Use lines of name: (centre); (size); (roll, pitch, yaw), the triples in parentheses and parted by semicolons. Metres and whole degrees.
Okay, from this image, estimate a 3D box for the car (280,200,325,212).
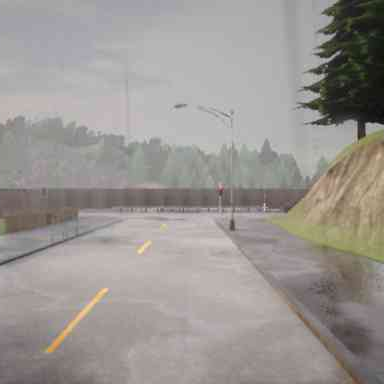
car: (12.335, 1.702, 37.304); (4.892, 1.490, 1.837); (0, -1, 0)
